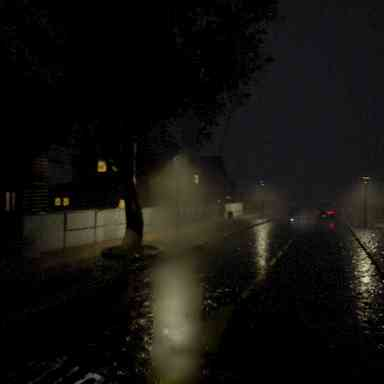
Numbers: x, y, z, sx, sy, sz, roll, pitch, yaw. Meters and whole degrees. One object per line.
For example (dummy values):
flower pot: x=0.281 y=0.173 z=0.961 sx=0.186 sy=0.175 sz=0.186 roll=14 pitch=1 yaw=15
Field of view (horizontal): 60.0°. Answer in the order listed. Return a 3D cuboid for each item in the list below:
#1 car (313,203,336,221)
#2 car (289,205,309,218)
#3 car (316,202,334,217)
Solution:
car: x=13.644 y=2.172 z=34.137 sx=1.812 sy=1.442 sz=4.674 roll=1 pitch=-1 yaw=23
car: x=12.638 y=2.239 z=39.090 sx=1.994 sy=1.385 sz=4.181 roll=1 pitch=-1 yaw=22
car: x=17.350 y=2.188 z=43.301 sx=2.097 sy=1.767 sz=4.553 roll=1 pitch=-1 yaw=23
